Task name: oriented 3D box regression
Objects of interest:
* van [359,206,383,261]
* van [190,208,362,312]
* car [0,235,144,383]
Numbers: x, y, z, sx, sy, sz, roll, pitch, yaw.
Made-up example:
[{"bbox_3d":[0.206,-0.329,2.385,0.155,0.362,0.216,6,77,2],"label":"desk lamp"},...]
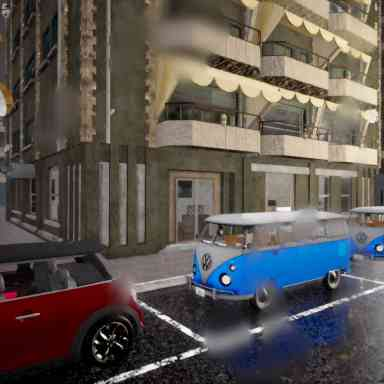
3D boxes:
[{"bbox_3d":[6.485,1.346,10.750,3.998,1.788,1.690,0,0,-36],"label":"van"},{"bbox_3d":[1.860,1.343,7.435,3.998,1.788,1.690,0,0,-36],"label":"van"},{"bbox_3d":[-2.765,1.440,4.121,4.097,1.590,1.967,0,0,-36],"label":"car"}]
